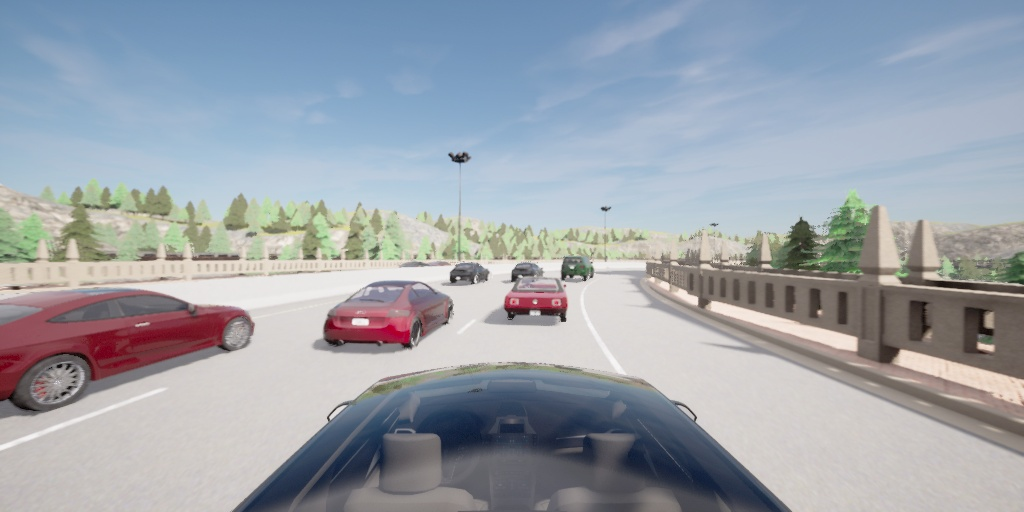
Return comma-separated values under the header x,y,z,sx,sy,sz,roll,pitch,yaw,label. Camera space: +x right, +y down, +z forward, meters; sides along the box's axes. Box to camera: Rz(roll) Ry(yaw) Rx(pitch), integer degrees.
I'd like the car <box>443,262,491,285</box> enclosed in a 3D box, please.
x,y,z,sx,sy,sz,roll,pitch,yaw,label
-3.032,1.282,26.834,1.837,1.490,4.892,0,0,16,car

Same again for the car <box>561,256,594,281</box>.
x,y,z,sx,sy,sz,roll,pitch,yaw,label
5.744,1.033,31.145,2.150,2.045,5.566,0,0,21,car

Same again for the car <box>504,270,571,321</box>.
x,y,z,sx,sy,sz,roll,pitch,yaw,label
0.967,1.359,12.525,1.895,1.301,4.718,0,0,8,car

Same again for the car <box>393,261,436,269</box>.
x,y,z,sx,sy,sz,roll,pitch,yaw,label
-10.528,1.310,37.892,1.837,1.490,4.892,0,0,22,car

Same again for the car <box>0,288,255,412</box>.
x,y,z,sx,sy,sz,roll,pitch,yaw,label
-6.640,1.246,5.932,1.812,1.442,4.674,0,0,3,car

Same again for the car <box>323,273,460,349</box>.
x,y,z,sx,sy,sz,roll,pitch,yaw,label
-2.881,1.304,9.243,1.994,1.385,4.181,0,0,5,car

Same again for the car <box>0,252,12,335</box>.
x,y,z,sx,sy,sz,roll,pitch,yaw,label
-13.858,0.910,6.323,2.150,2.045,5.566,0,0,4,car

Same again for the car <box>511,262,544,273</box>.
x,y,z,sx,sy,sz,roll,pitch,yaw,label
1.330,1.300,29.056,1.837,1.490,4.892,0,0,18,car

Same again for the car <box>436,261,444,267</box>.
x,y,z,sx,sy,sz,roll,pitch,yaw,label
-9.949,1.387,47.864,1.812,1.442,4.674,0,-1,26,car
